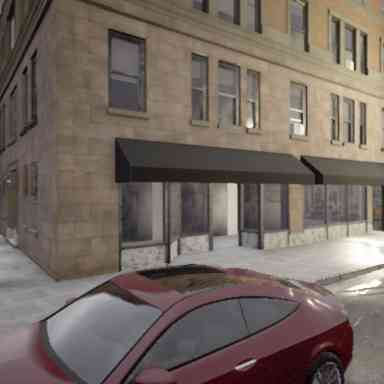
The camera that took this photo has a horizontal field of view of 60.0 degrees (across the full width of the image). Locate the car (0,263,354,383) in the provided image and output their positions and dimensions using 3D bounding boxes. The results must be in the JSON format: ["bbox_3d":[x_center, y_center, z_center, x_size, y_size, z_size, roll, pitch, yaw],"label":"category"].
[{"bbox_3d":[-0.299,1.521,3.149,4.674,1.442,1.812,0,0,-35],"label":"car"}]
